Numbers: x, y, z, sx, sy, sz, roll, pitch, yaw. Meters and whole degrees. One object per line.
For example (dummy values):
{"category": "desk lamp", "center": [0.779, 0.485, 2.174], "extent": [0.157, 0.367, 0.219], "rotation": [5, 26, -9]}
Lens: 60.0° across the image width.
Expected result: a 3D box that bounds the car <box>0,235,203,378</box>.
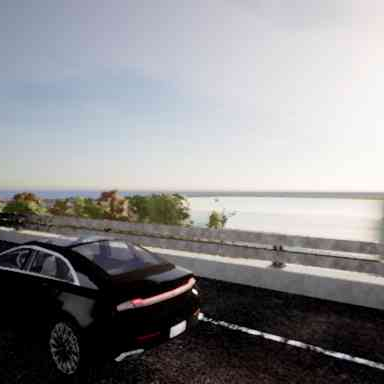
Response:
{"category": "car", "center": [-2.142, 1.479, 5.540], "extent": [4.902, 1.511, 2.128], "rotation": [0, 0, 36]}
